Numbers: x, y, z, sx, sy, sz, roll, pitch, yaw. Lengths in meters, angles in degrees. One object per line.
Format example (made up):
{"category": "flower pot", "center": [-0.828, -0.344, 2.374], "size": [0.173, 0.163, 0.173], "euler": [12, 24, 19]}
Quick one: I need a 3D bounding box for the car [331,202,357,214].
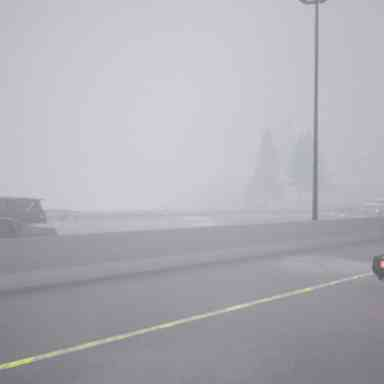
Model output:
{"category": "car", "center": [20.642, 2.109, 44.435], "size": [4.892, 1.490, 1.837], "euler": [0, 0, -35]}

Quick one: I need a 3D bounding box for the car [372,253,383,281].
{"category": "car", "center": [6.670, 1.747, 8.503], "size": [4.718, 1.301, 1.895], "euler": [1, -1, -35]}

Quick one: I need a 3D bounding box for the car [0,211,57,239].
{"category": "car", "center": [-7.484, 1.554, 11.551], "size": [5.357, 1.411, 2.033], "euler": [1, -1, -35]}

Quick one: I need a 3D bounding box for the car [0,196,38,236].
{"category": "car", "center": [-11.313, 1.231, 17.418], "size": [5.566, 2.045, 2.150], "euler": [1, -1, -35]}

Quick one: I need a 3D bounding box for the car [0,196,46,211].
{"category": "car", "center": [-9.285, 1.231, 14.566], "size": [5.566, 2.045, 2.150], "euler": [1, -1, -35]}

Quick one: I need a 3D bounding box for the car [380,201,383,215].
{"category": "car", "center": [24.128, 2.100, 38.333], "size": [4.892, 1.490, 1.837], "euler": [1, 0, -35]}

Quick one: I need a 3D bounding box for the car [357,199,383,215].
{"category": "car", "center": [24.011, 1.854, 42.516], "size": [5.566, 2.045, 2.150], "euler": [1, -1, -34]}
